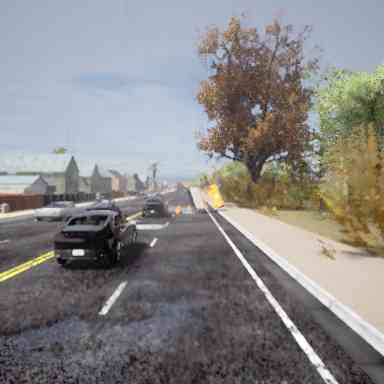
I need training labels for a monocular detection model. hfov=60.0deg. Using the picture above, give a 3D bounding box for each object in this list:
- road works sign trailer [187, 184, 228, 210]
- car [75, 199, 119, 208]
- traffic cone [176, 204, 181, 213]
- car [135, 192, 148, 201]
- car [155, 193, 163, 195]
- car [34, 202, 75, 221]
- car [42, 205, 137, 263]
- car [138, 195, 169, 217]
[{"bbox_3d":[1.010,0.701,32.185,2.880,2.380,3.560,-33,-24,34],"label":"road works sign trailer"},{"bbox_3d":[-6.592,1.299,24.667,2.128,1.511,4.902,0,0,0],"label":"car"},{"bbox_3d":[-1.375,1.710,31.287,0.340,0.580,0.340,0,0,0],"label":"traffic cone"},{"bbox_3d":[-9.752,0.811,65.273,2.097,1.767,4.553,0,1,0],"label":"car"},{"bbox_3d":[-6.498,0.979,65.537,1.812,1.442,4.674,0,1,0],"label":"car"},{"bbox_3d":[-9.843,1.407,24.741,1.895,1.301,4.718,0,0,0],"label":"car"},{"bbox_3d":[-3.148,1.416,11.627,1.837,1.490,4.892,0,0,0],"label":"car"},{"bbox_3d":[-3.143,1.279,28.773,1.837,1.490,4.892,0,0,0],"label":"car"}]
